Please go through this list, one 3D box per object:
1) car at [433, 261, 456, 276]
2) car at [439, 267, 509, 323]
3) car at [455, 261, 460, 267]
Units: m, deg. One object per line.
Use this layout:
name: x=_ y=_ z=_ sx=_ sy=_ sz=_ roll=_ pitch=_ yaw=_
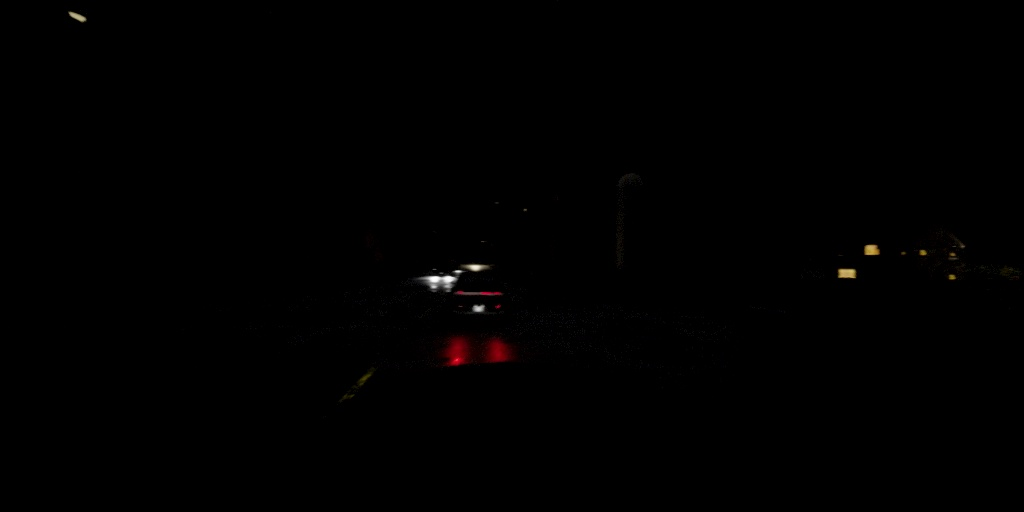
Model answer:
car: x=-7.580 y=1.501 z=39.637 sx=1.895 sy=1.301 sz=4.718 roll=1 pitch=-1 yaw=-6
car: x=-1.173 y=1.311 z=12.511 sx=2.128 sy=1.511 sz=4.902 roll=2 pitch=-1 yaw=-6
car: x=-9.336 y=1.541 z=57.818 sx=1.837 sy=1.490 sz=4.892 roll=1 pitch=0 yaw=-5
